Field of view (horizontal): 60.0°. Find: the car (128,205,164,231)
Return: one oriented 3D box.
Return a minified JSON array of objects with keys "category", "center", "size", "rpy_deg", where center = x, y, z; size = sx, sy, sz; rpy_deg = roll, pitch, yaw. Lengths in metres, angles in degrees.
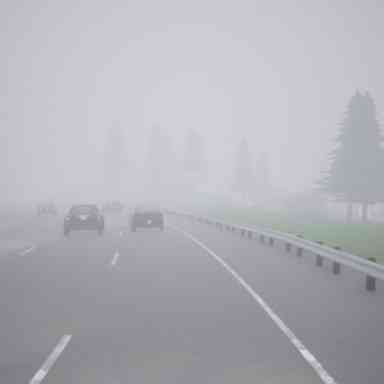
[{"category":"car","center":[-3.041,1.560,21.330],"size":[1.882,1.535,5.008],"rpy_deg":[0,0,-14]}]

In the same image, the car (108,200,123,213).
[{"category":"car","center":[-9.295,1.651,38.182],"size":[2.128,1.511,4.902],"rpy_deg":[0,0,-26]}]

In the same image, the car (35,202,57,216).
[{"category":"car","center":[-15.102,1.713,34.460],"size":[2.033,1.411,5.357],"rpy_deg":[0,0,-26]}]

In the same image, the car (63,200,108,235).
[{"category":"car","center":[-6.286,1.439,19.803],"size":[2.097,1.767,4.553],"rpy_deg":[0,0,-14]}]
